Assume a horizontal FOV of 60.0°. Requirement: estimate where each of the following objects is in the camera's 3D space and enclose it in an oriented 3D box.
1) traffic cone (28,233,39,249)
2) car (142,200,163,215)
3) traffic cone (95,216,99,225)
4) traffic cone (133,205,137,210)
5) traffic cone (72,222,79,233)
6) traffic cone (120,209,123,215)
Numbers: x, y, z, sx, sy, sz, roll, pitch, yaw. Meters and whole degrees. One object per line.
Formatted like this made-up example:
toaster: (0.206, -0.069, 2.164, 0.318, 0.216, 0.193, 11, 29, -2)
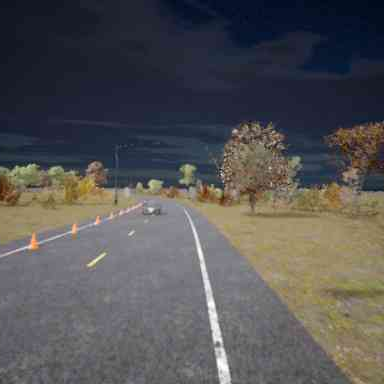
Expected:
traffic cone: (-6.354, 1.956, 13.370, 0.340, 0.580, 0.340, 0, 0, -1)
car: (-4.064, 1.541, 34.332, 2.128, 1.511, 4.902, 0, 0, -3)
traffic cone: (-6.623, 1.973, 23.318, 0.340, 0.580, 0.340, 0, 0, -2)
traffic cone: (-7.628, 2.006, 43.194, 0.340, 0.580, 0.340, 0, 0, -4)
traffic cone: (-6.470, 1.965, 18.344, 0.340, 0.580, 0.340, 0, 0, -2)
traffic cone: (-7.048, 1.990, 33.260, 0.340, 0.580, 0.340, 0, 0, -3)
